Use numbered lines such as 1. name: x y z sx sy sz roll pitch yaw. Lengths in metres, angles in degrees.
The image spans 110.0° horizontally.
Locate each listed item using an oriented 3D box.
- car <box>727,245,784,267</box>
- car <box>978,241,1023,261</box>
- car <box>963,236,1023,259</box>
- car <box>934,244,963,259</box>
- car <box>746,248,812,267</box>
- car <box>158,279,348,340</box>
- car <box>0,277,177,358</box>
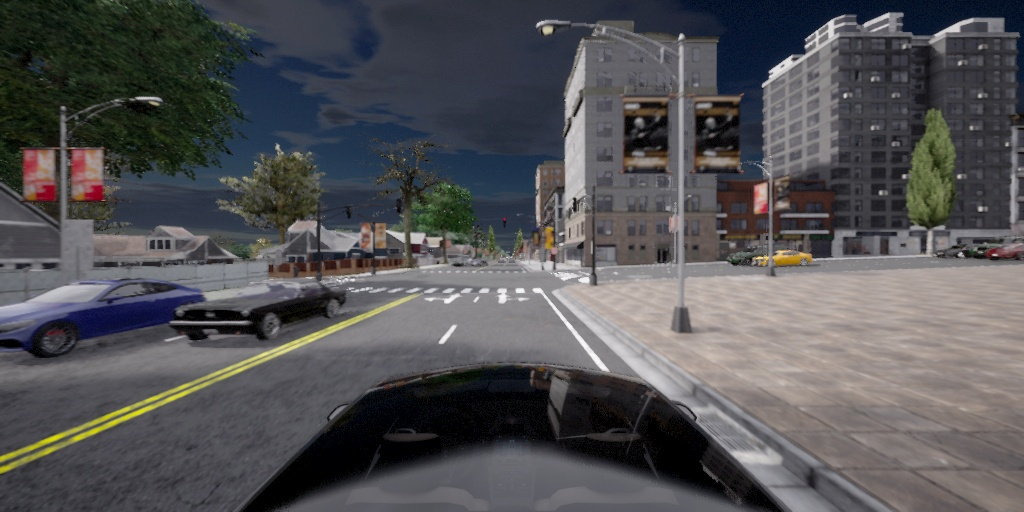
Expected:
1. car: 25.521 -0.019 37.355 5.566 2.045 2.150 -2 0 0
2. car: 43.710 -0.344 30.749 4.674 1.442 1.812 -2 0 0
3. car: 47.230 -0.793 34.066 5.566 2.045 2.150 -2 0 0
4. car: 47.060 -0.493 37.320 4.892 1.490 1.837 -2 0 0
5. car: 25.603 0.247 34.107 5.008 1.535 1.882 -2 0 0
6. car: -6.559 1.341 10.016 1.895 1.301 4.718 0 0 0
7. car: -9.820 1.266 8.619 1.812 1.442 4.674 0 0 0
